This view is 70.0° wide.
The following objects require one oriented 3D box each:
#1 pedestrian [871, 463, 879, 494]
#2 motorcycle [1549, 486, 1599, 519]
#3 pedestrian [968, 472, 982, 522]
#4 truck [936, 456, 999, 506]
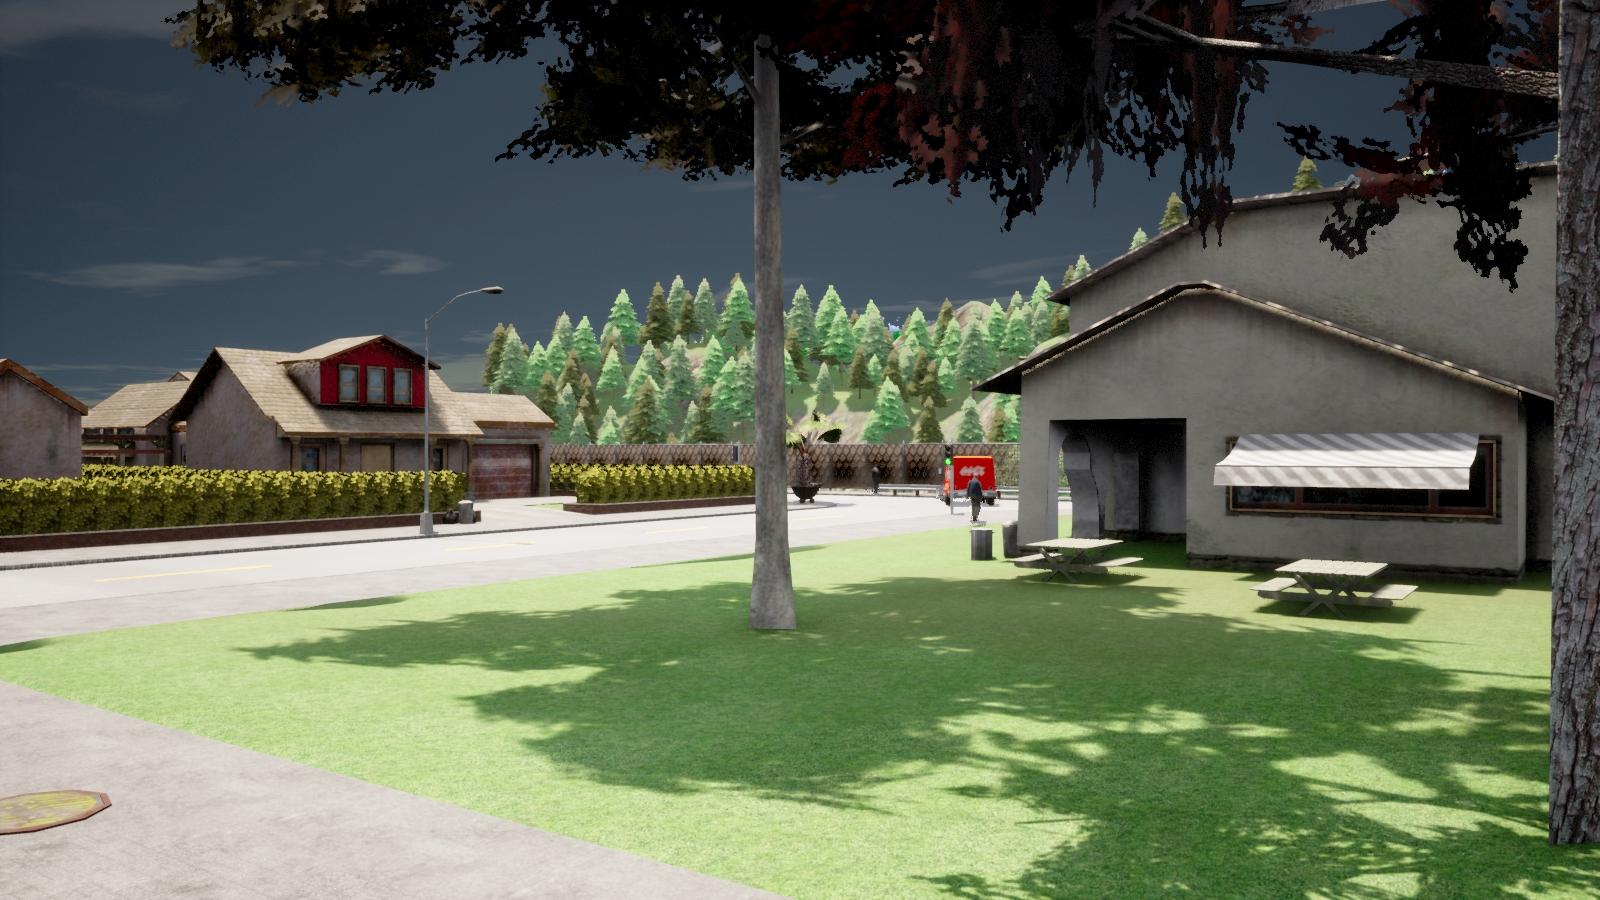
[{"bbox_3d":[4.558,1.745,69.580,0.375,1.860,0.375,0,0,-25],"label":"pedestrian"},{"bbox_3d":[32.313,2.155,47.102,2.356,1.307,0.764,0,0,35],"label":"motorcycle"},{"bbox_3d":[6.501,1.737,42.421,0.375,1.860,0.375,0,0,35],"label":"pedestrian"},{"bbox_3d":[8.682,1.561,59.699,2.627,2.467,5.204,0,0,1],"label":"truck"}]
